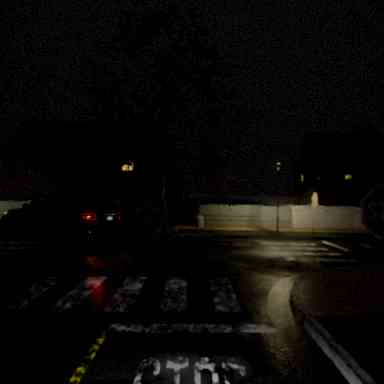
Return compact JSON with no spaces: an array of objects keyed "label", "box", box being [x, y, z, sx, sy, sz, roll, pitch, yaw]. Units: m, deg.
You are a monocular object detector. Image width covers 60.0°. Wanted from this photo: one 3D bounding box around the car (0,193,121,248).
[{"label":"car","box":[-5.591,1.077,14.118,5.566,2.045,2.150,1,-2,27]}]
